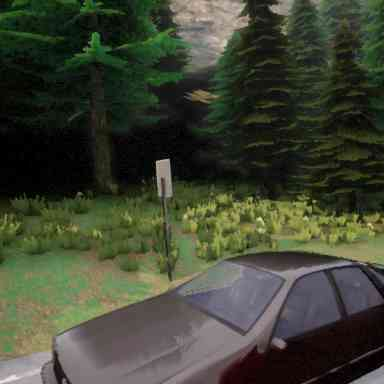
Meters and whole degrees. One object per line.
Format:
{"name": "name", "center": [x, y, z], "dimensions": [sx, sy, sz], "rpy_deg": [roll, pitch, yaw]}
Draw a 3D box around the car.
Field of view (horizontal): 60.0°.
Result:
{"name": "car", "center": [1.107, 1.525, 4.193], "dimensions": [5.357, 1.411, 2.033], "rpy_deg": [0, 0, -32]}
